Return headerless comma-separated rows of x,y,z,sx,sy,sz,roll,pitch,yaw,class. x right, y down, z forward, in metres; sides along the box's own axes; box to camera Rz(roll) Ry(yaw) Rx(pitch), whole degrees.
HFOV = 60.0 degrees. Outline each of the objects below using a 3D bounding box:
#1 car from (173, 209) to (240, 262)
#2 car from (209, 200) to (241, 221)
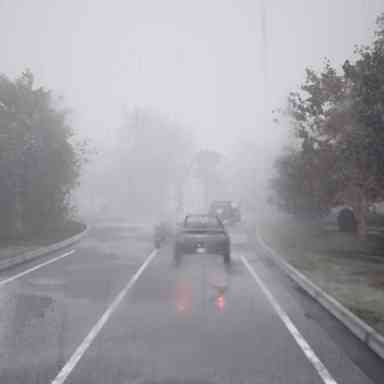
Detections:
0.406,1.580,12.419,2.128,1.511,4.902,0,-1,3,car
2.952,1.760,29.483,2.150,2.045,5.566,-1,-2,16,car
